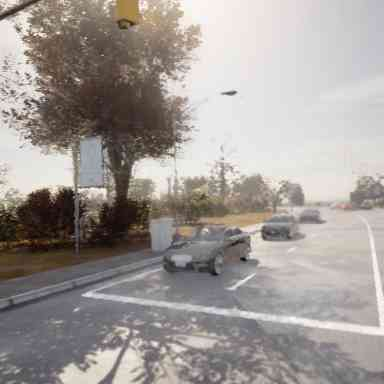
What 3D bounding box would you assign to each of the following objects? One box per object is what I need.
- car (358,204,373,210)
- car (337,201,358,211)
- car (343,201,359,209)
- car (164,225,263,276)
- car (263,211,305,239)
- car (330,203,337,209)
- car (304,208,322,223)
[{"bbox_3d":[36.280,3.143,69.840,1.895,1.301,4.718,-2,-2,11],"label":"car"},{"bbox_3d":[32.791,3.029,70.325,2.097,1.767,4.553,-2,-2,11],"label":"car"},{"bbox_3d":[38.206,3.064,79.914,2.097,1.767,4.553,-2,-2,7],"label":"car"},{"bbox_3d":[0.780,2.025,12.444,2.128,1.511,4.902,-3,-3,28],"label":"car"},{"bbox_3d":[6.089,2.299,22.621,1.837,1.490,4.892,-3,-3,27],"label":"car"},{"bbox_3d":[34.746,3.366,80.394,1.812,1.442,4.674,-2,-2,7],"label":"car"},{"bbox_3d":[13.100,2.590,36.591,1.882,1.535,5.008,-3,-2,26],"label":"car"}]
